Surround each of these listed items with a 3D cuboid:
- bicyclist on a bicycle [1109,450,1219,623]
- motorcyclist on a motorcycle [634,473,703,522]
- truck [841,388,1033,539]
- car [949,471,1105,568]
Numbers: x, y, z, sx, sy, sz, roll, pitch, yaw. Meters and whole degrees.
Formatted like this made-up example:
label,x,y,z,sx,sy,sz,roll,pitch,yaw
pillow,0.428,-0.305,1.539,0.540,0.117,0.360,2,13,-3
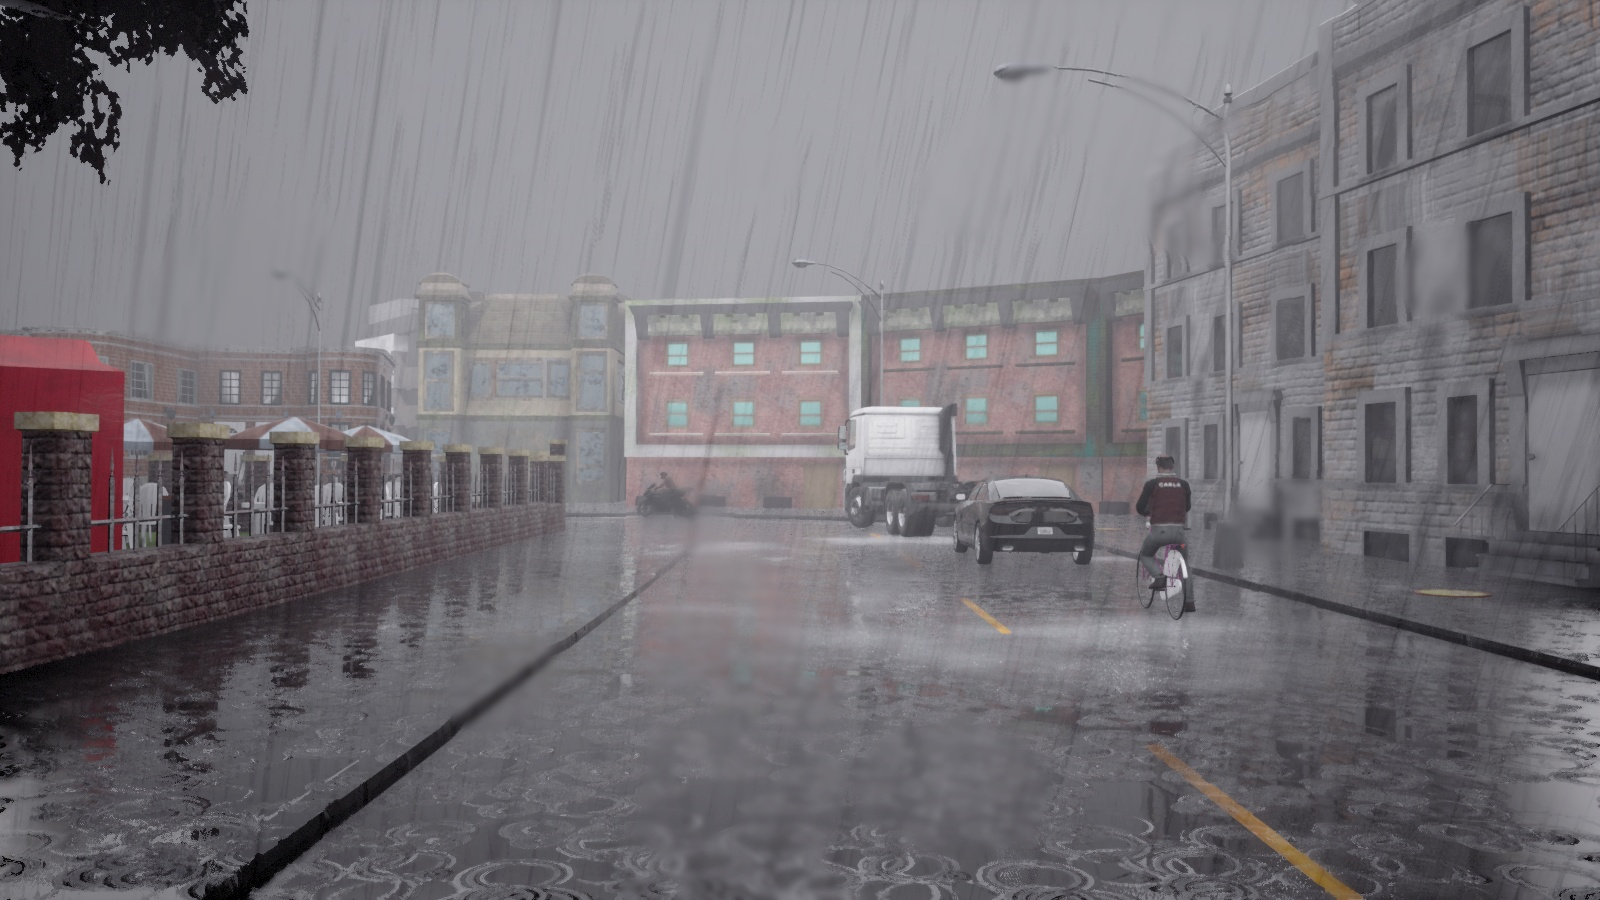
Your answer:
label,x,y,z,sx,sy,sz,roll,pitch,yaw
bicyclist on a bicycle,3.961,0.901,13.814,0.659,1.776,1.843,0,-1,0
motorcyclist on a motorcycle,-4.164,1.482,39.784,2.044,1.523,0.797,-1,-1,17
truck,3.311,0.372,32.900,2.891,3.462,7.936,0,-1,-10
car,3.937,1.156,22.649,1.882,1.535,5.008,0,-1,0
